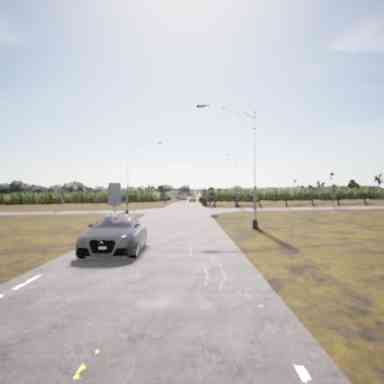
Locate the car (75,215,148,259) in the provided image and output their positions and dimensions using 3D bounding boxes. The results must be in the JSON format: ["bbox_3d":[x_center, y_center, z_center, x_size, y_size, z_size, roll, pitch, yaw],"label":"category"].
[{"bbox_3d":[-2.841,1.583,12.529,1.994,1.385,4.181,0,0,0],"label":"car"}]

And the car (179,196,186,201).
[{"bbox_3d":[-2.720,1.840,94.308,1.812,1.442,4.674,0,-1,0],"label":"car"}]

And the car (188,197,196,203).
[{"bbox_3d":[0.028,2.105,89.299,1.882,1.535,5.008,0,-1,0],"label":"car"}]
